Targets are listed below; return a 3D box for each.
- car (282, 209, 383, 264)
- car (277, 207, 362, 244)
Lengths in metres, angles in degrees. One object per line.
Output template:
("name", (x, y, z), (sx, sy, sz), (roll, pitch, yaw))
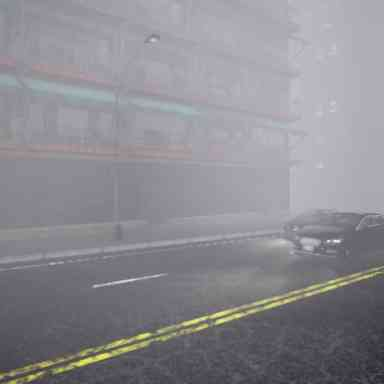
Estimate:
("car", (5.597, 1.470, 11.831), (4.902, 1.511, 2.128), (0, 0, -37))
("car", (6.369, 1.537, 16.457), (4.181, 1.385, 1.994), (0, 0, -37))
